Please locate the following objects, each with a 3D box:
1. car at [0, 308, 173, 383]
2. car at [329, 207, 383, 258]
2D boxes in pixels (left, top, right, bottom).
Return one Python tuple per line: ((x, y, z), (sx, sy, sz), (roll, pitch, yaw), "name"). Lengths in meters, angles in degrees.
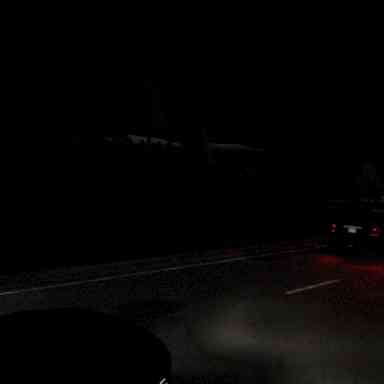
((-2.429, 1.470, 1.986), (5.008, 1.535, 1.882), (0, 0, -36), "car")
((7.571, 1.440, 13.326), (4.553, 1.767, 2.097), (0, 0, -35), "car")
